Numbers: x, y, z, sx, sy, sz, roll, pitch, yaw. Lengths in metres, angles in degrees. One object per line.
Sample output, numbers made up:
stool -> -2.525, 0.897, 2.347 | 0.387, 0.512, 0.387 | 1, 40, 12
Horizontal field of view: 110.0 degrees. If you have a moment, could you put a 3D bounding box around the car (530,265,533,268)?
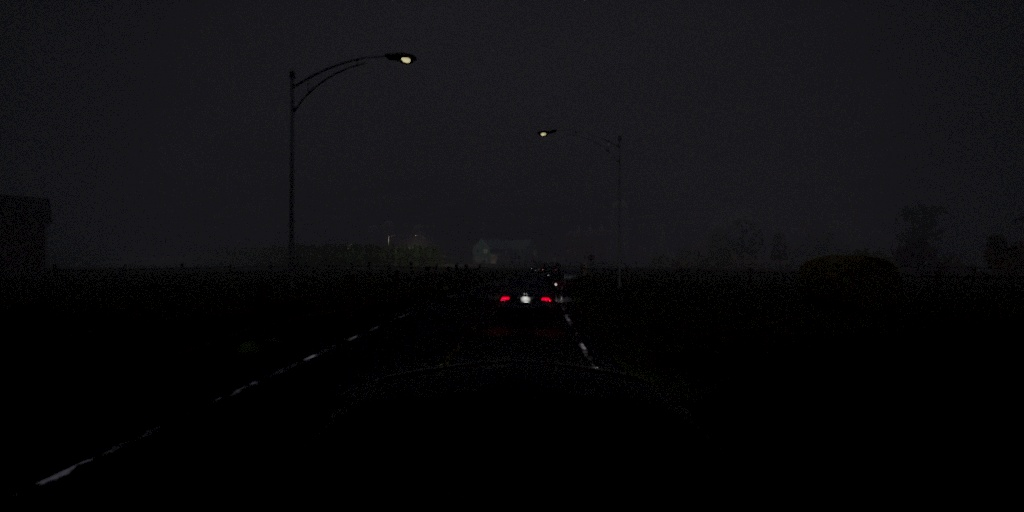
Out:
car -> 3.338, 1.385, 42.041 | 1.837, 1.490, 4.892 | 0, -1, 17

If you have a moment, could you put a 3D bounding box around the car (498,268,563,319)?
car -> 0.660, 1.330, 13.036 | 2.033, 1.411, 5.357 | 0, 0, 6

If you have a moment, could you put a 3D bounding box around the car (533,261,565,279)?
car -> 3.494, 1.335, 31.114 | 2.128, 1.511, 4.902 | 0, 0, 13
